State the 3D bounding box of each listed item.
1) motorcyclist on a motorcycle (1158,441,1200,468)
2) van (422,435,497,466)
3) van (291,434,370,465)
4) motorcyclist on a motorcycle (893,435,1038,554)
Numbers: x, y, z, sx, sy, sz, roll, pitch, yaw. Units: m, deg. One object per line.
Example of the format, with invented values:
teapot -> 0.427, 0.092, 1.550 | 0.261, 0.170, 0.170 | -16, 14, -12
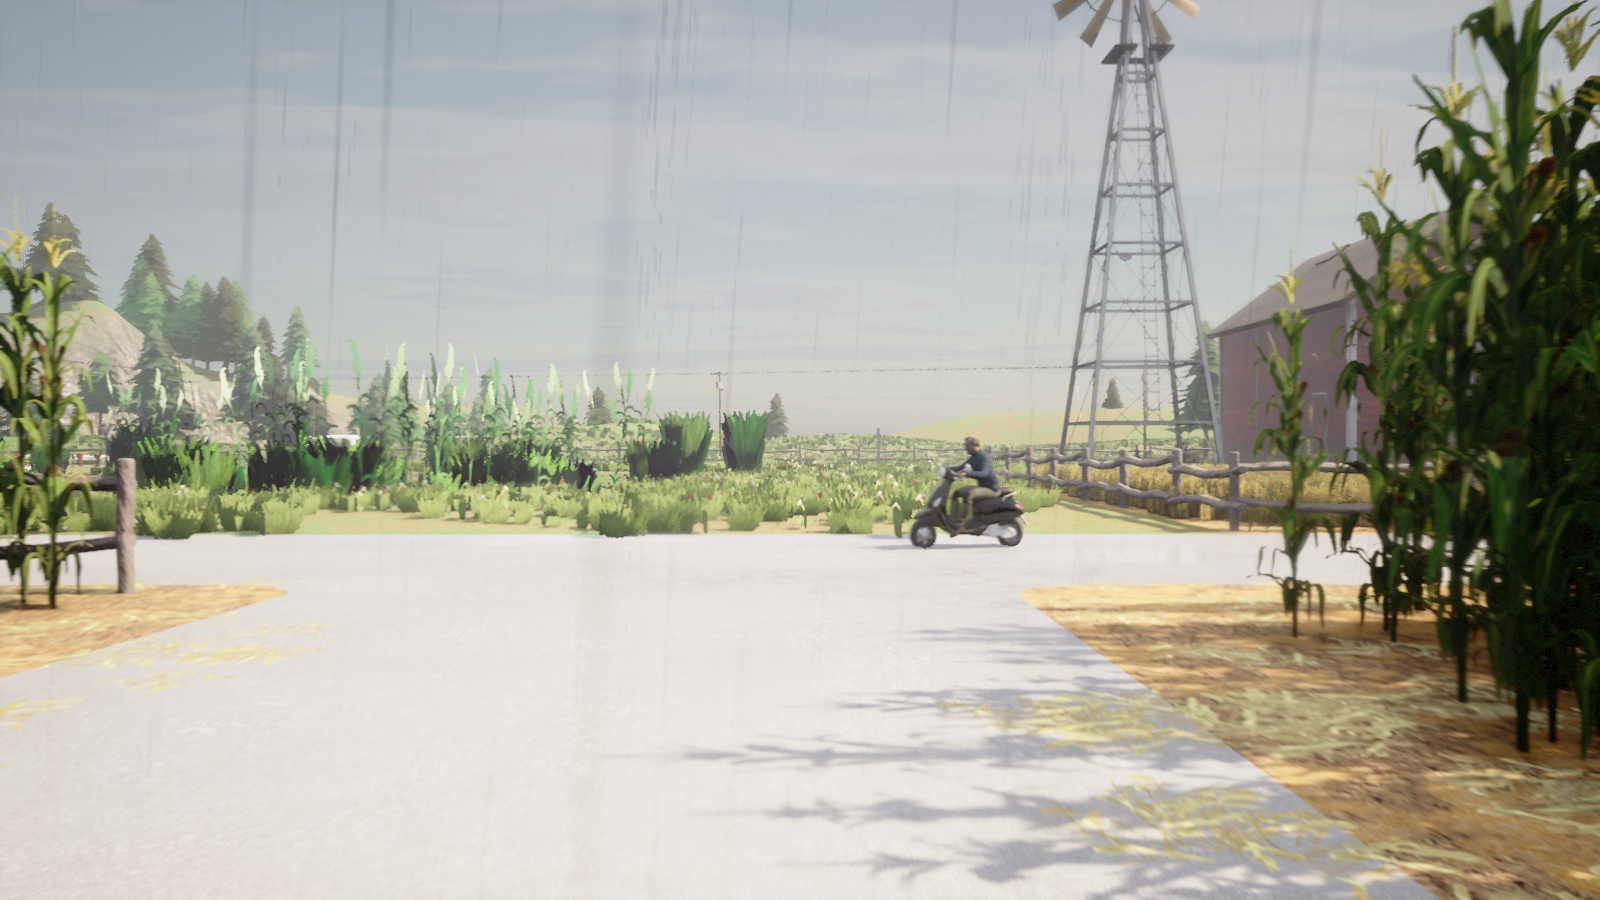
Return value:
motorcyclist on a motorcycle -> 23.471, 0.277, 77.822 | 2.350, 1.649, 0.766 | 0, 0, 6
van -> -22.340, 0.014, 82.449 | 4.442, 1.987, 1.775 | 0, 0, 6
van -> -31.139, -0.025, 83.380 | 4.480, 2.038, 2.069 | 0, 0, 6
motorcyclist on a motorcycle -> 2.332, 0.602, 17.746 | 1.817, 1.590, 0.866 | 0, 2, -15
